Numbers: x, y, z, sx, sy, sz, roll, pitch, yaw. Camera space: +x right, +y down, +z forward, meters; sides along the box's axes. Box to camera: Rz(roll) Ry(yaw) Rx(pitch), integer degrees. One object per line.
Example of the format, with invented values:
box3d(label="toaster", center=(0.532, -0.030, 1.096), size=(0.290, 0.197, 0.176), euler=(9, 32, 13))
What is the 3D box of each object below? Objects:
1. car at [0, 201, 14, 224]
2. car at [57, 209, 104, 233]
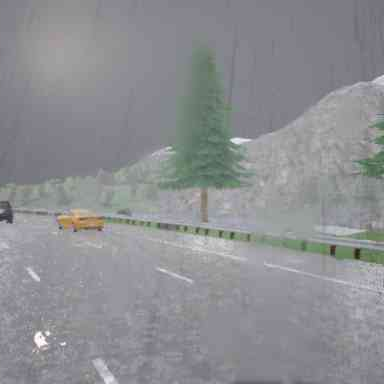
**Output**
box3d(label="car", center=(-17.526, 1.771, 29.385), size=(2.150, 2.045, 5.566), euler=(2, -2, -43))
box3d(label="car", center=(-7.900, 1.945, 23.236), size=(1.882, 1.535, 5.008), euler=(2, -2, -39))
